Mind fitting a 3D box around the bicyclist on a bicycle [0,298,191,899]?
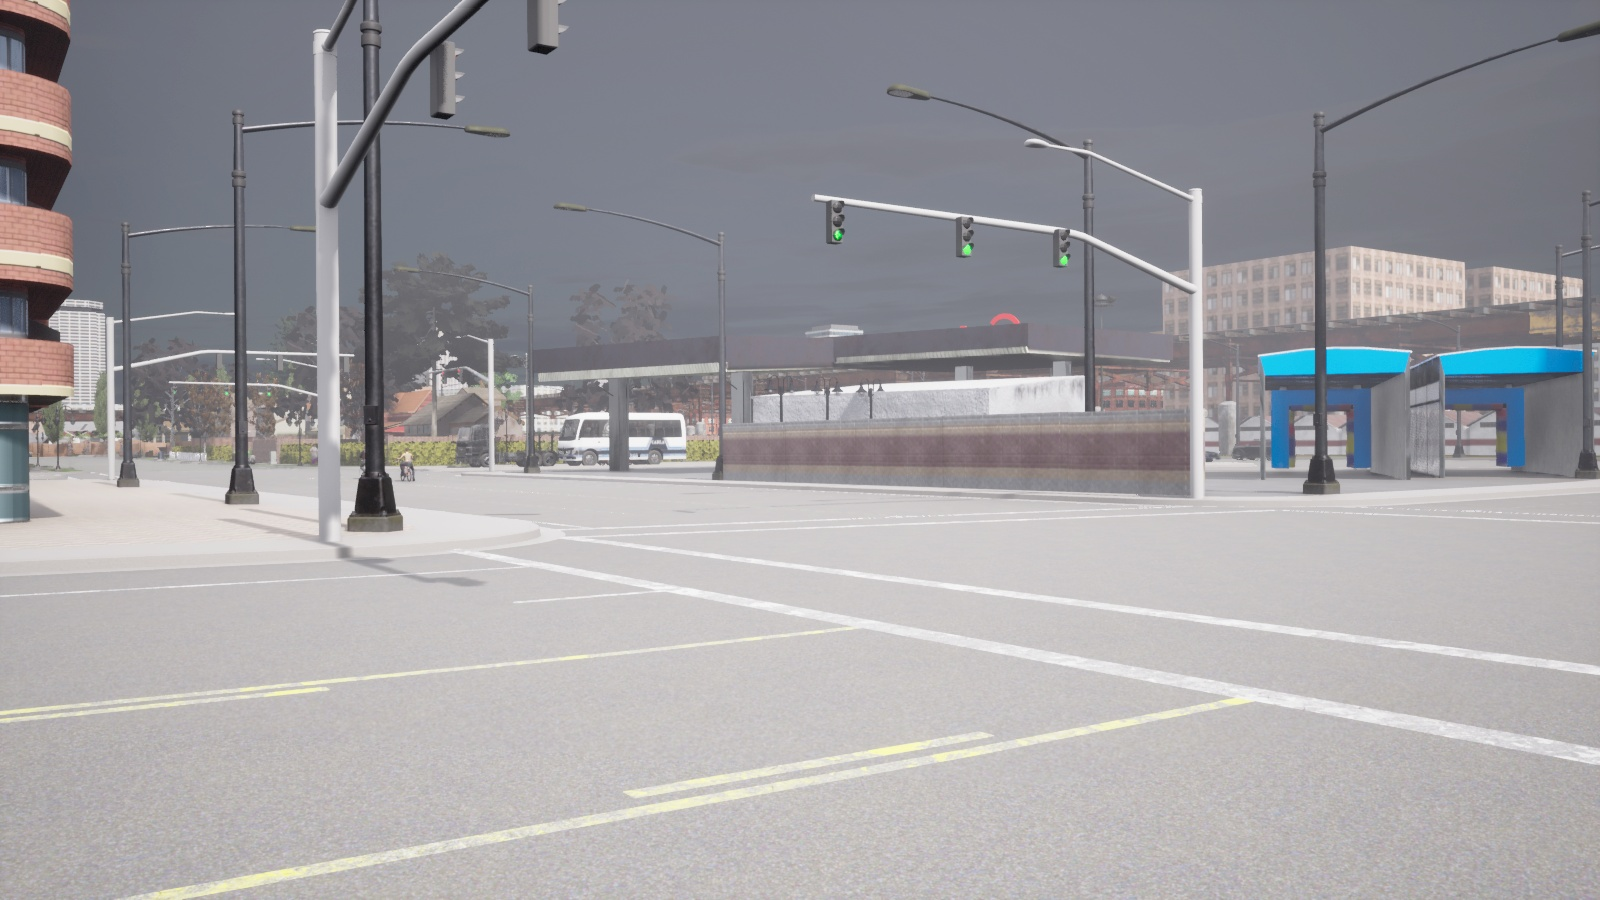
[{"bbox_3d":[-2.100,0.623,2.117,1.843,1.776,0.659,0,0,-36],"label":"bicyclist on a bicycle"}]
